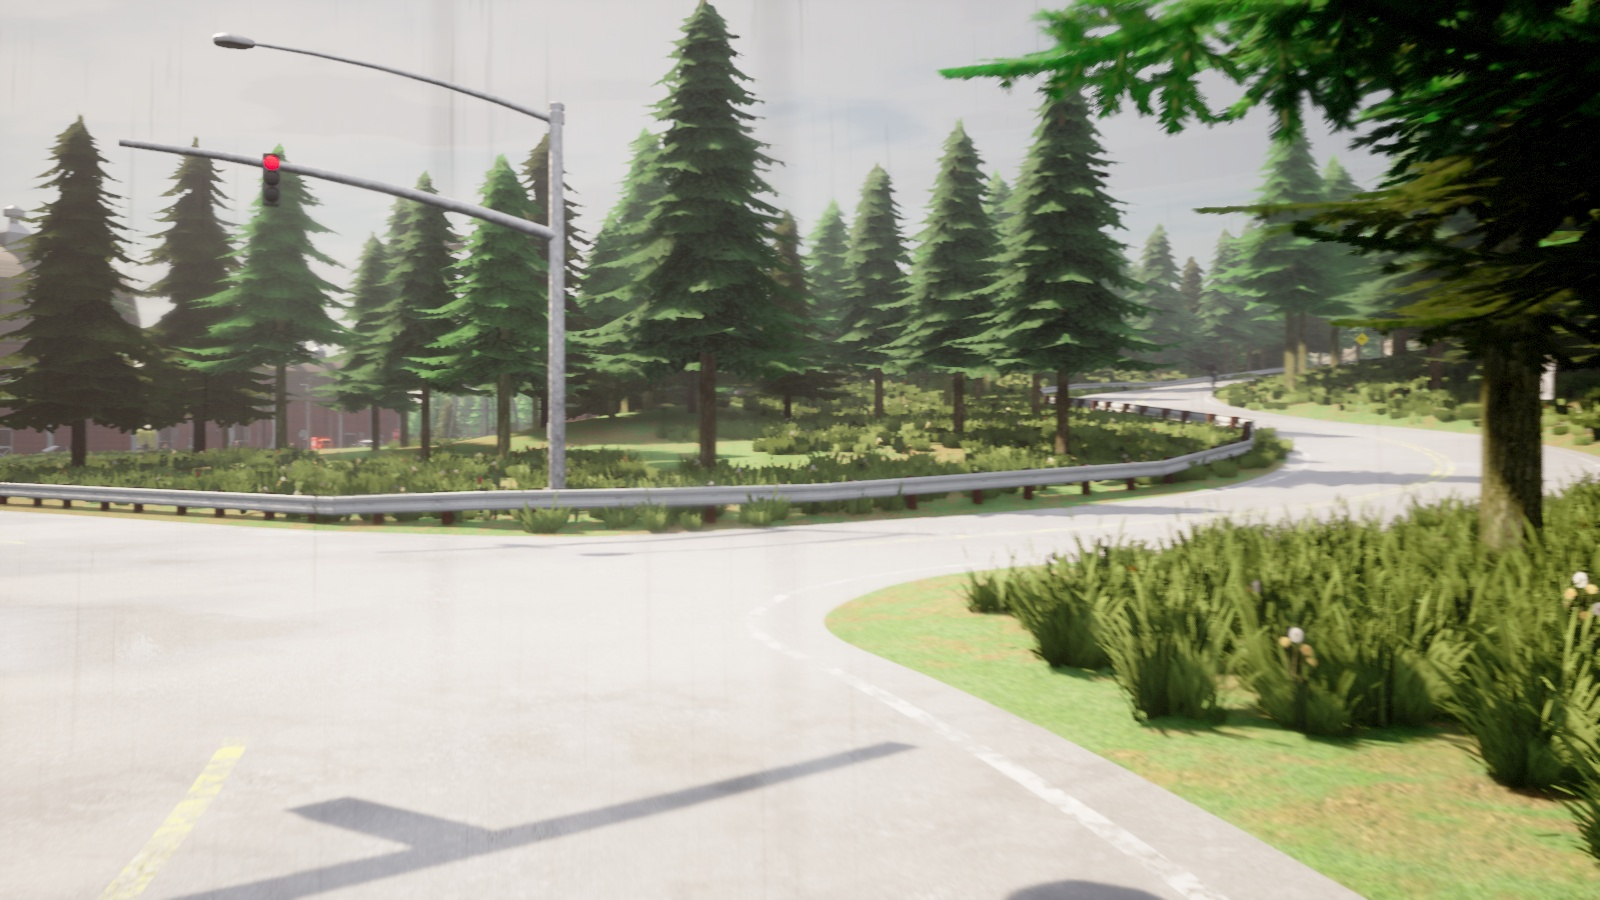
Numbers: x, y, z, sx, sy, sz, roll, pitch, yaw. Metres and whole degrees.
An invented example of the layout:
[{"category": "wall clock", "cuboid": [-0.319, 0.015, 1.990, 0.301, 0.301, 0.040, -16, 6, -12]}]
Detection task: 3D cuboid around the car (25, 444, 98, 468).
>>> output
[{"category": "car", "cuboid": [-47.719, 0.366, 81.235, 1.845, 1.501, 3.633, 0, 0, 35]}]
